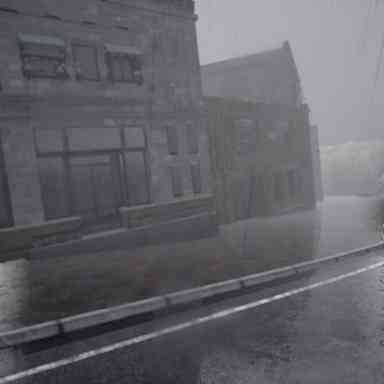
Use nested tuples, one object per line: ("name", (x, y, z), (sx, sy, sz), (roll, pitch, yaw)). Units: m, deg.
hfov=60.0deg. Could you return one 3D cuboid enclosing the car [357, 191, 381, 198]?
("car", (31.961, 0.425, 60.187), (1.895, 1.301, 4.718), (-6, -1, -1))
